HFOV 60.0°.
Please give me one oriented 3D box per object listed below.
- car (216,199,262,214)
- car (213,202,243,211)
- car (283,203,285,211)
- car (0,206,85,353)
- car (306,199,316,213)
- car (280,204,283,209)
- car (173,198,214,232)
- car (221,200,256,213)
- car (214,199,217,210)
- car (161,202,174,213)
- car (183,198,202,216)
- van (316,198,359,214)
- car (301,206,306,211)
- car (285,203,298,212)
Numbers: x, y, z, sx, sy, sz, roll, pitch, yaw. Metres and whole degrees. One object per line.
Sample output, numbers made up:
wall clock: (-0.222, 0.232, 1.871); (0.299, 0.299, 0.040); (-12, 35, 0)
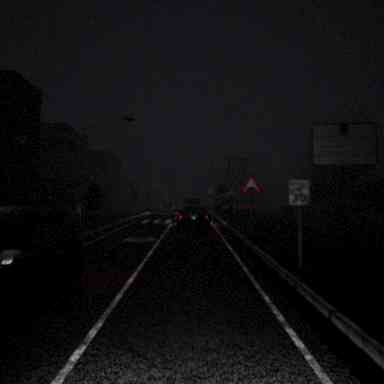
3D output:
car: (6.086, 2.028, 42.345); (5.366, 1.575, 1.946); (0, -2, 0)
car: (6.132, 2.538, 57.400); (5.008, 1.535, 2.097); (0, -2, -1)
car: (18.412, 2.475, 55.754); (4.892, 1.521, 2.231); (0, -2, -1)
car: (-3.350, 1.274, 4.911); (2.150, 2.045, 5.566); (0, -1, 0)
car: (18.706, 2.093, 44.593); (5.366, 1.575, 1.946); (0, -2, 0)
car: (18.355, 2.330, 58.431); (5.566, 2.045, 2.435); (0, -2, -1)
car: (0.095, 1.529, 21.824); (2.097, 1.767, 4.553); (0, 1, 0)
car: (6.278, 1.986, 45.267); (4.553, 1.767, 2.185); (0, -2, 0)
car: (6.193, 2.170, 54.495); (5.566, 2.045, 2.435); (0, -2, -1)
car: (-3.382, 2.261, 48.883); (1.837, 1.490, 4.892); (0, -2, 0)
car: (0.066, 1.733, 40.722); (2.150, 2.045, 5.566); (0, -1, 1)
van: (18.427, 1.793, 41.803); (4.442, 1.987, 1.878); (0, -2, 0)
car: (18.685, 2.172, 47.253); (5.366, 1.575, 1.946); (0, -2, 0)
car: (18.425, 2.114, 52.973); (5.566, 2.045, 2.435); (0, -2, -1)
